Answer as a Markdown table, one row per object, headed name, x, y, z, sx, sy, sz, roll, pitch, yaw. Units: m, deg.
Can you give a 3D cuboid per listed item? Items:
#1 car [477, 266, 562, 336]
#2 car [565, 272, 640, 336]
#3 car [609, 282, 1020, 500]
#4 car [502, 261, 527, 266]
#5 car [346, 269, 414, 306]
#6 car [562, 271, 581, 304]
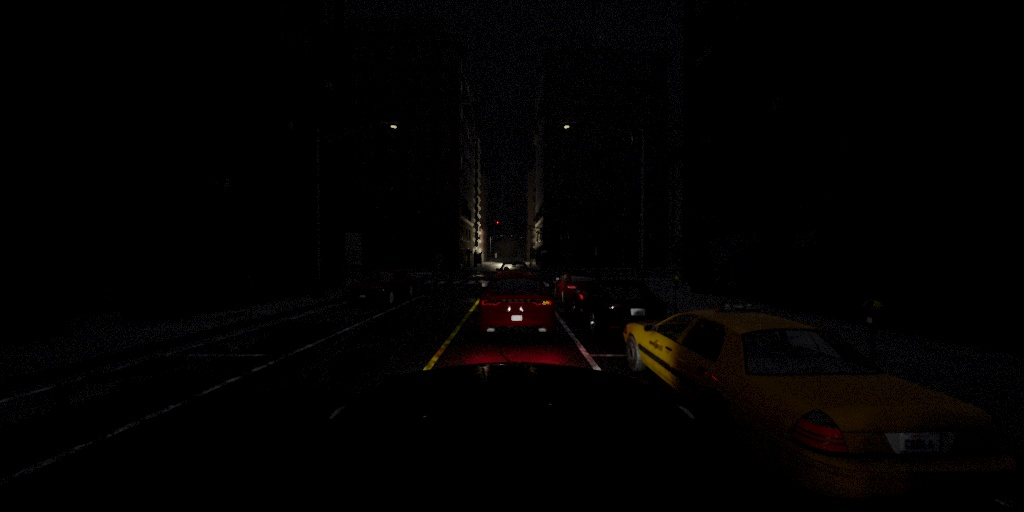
| name | x | y | z | sx | sy | sz | roll | pitch | yaw |
| --- | --- | --- | --- | --- | --- | --- | --- | --- | --- |
| car | 0.106 | 1.224 | 10.421 | 1.882 | 1.535 | 5.008 | 0 | 0 | 0 |
| car | 2.883 | 1.312 | 10.242 | 1.948 | 1.339 | 4.313 | 0 | 0 | 0 |
| car | 2.875 | 1.274 | 4.826 | 1.751 | 1.417 | 4.829 | 0 | 0 | 0 |
| car | 0.121 | 1.093 | 20.750 | 2.097 | 1.767 | 4.553 | 0 | 0 | 0 |
| car | -5.654 | 1.288 | 15.837 | 1.888 | 1.381 | 4.507 | 0 | 0 | 0 |
| car | 2.891 | 1.325 | 15.828 | 1.802 | 1.307 | 4.207 | 0 | 0 | 0 |
